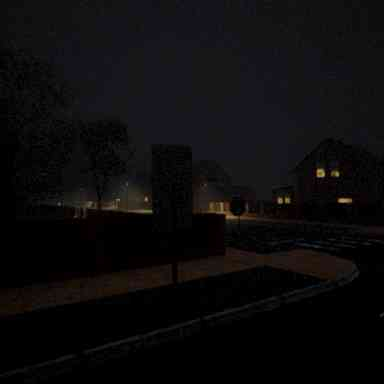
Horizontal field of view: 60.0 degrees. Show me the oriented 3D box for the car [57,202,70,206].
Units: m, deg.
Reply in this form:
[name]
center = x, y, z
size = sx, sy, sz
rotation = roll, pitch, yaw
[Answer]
[car]
center = -33.439, 3.277, 87.334
size = 1.895, 1.301, 4.718
rotation = -1, -1, -31
